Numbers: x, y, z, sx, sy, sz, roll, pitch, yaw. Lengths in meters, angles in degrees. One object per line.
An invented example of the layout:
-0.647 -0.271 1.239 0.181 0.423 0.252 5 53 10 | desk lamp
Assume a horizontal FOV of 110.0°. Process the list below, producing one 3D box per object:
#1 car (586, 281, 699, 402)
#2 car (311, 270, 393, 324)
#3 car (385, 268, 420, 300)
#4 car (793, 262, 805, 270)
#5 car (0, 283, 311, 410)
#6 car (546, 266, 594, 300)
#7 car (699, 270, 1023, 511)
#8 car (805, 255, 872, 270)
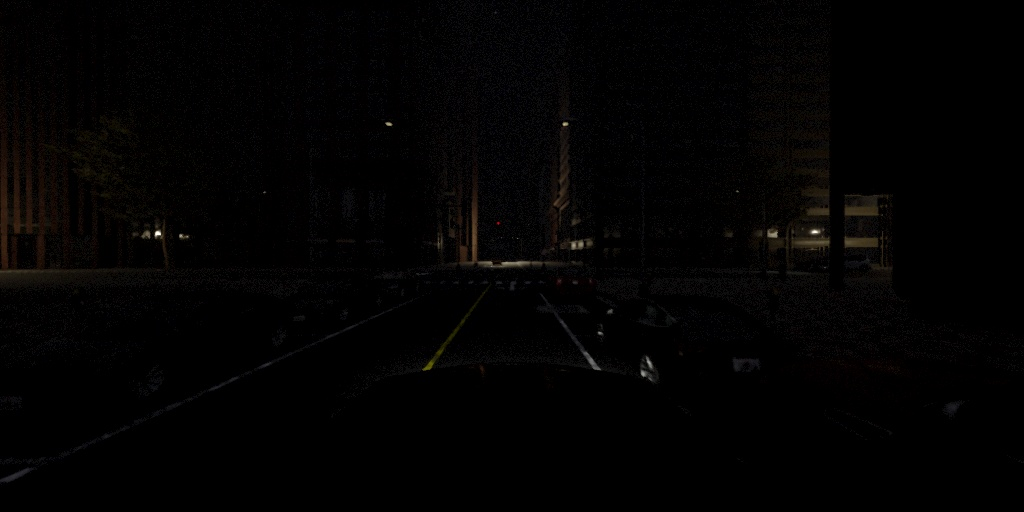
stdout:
2.765 1.313 6.287 1.948 1.339 4.313 0 0 0 | car
-5.759 1.310 11.923 1.948 1.339 4.313 0 0 0 | car
-5.758 1.291 17.560 2.007 1.370 4.403 0 0 0 | car
36.007 1.114 42.421 4.902 1.511 2.128 0 0 0 | car
-5.760 1.313 6.287 1.948 1.339 4.313 0 0 0 | car
2.768 1.181 17.559 1.967 1.591 4.097 0 0 0 | car
2.763 1.066 0.651 2.192 1.841 5.009 0 0 0 | car
35.928 0.864 39.180 5.566 2.045 2.150 0 0 0 | car
